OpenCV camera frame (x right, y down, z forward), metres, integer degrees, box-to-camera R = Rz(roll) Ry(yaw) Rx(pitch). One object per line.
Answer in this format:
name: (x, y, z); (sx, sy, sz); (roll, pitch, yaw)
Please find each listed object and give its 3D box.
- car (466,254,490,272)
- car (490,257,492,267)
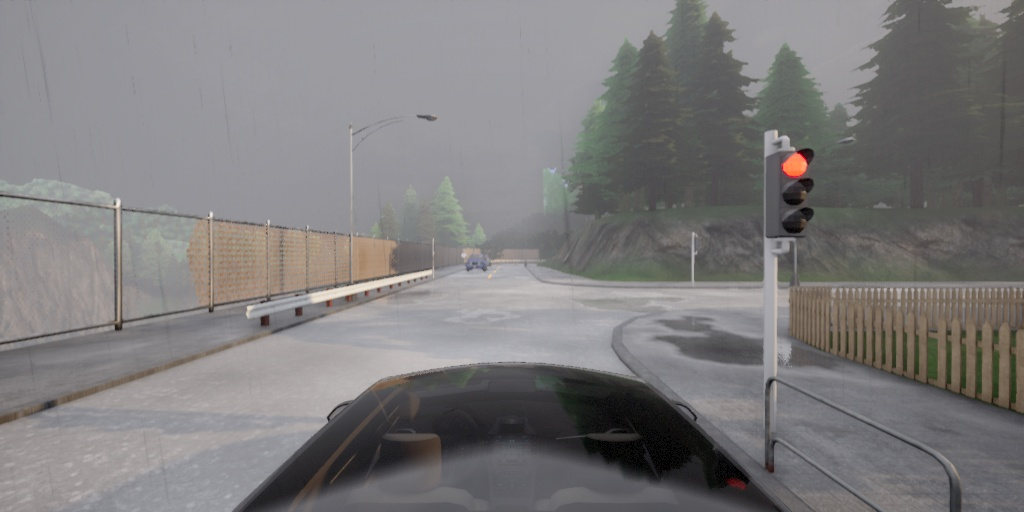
car: (-4.093, 0.782, 42.197); (2.150, 2.045, 5.566); (0, 0, 0)
car: (-4.257, 1.021, 56.611); (1.812, 1.442, 4.674); (0, 1, -4)
